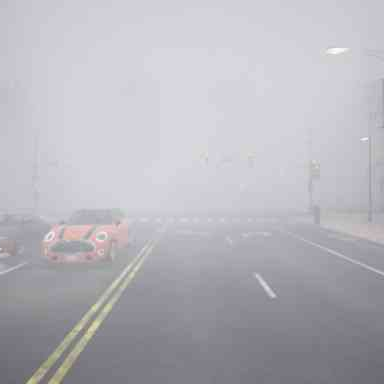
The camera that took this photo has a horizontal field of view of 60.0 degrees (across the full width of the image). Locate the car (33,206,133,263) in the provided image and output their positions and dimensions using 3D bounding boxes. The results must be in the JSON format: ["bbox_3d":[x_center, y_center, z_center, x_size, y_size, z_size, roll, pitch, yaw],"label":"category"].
[{"bbox_3d":[-3.514,1.343,11.969,2.097,1.767,4.553,0,0,0],"label":"car"}]

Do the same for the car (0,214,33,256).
[{"bbox_3d":[-7.001,1.556,12.880,1.994,1.385,4.181,0,0,0],"label":"car"}]
